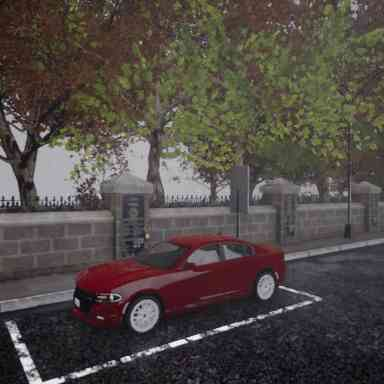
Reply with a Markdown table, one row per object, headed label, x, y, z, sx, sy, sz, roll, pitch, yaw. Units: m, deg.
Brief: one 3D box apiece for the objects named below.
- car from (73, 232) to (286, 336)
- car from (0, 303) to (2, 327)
| label | x | y | z | sx | sy | sz | roll | pitch | yaw |
| --- | --- | --- | --- | --- | --- | --- | --- | --- | --- |
| car | -0.029 | 1.548 | 6.695 | 4.507 | 1.381 | 1.887 | 0 | 0 | -35 |
| car | -4.511 | 1.549 | 3.438 | 4.403 | 1.369 | 2.008 | 0 | 0 | -35 |
